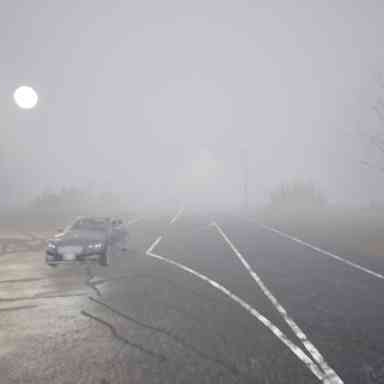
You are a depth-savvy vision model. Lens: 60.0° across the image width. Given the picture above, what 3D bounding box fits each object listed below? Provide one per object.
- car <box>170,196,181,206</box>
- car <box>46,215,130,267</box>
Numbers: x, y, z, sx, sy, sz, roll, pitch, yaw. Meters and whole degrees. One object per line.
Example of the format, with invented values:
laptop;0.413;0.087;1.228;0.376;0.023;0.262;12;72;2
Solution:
car;-3.457;1.909;69.398;2.150;2.045;5.566;0;-1;0
car;-3.479;1.605;11.909;2.128;1.511;4.902;0;-1;0
